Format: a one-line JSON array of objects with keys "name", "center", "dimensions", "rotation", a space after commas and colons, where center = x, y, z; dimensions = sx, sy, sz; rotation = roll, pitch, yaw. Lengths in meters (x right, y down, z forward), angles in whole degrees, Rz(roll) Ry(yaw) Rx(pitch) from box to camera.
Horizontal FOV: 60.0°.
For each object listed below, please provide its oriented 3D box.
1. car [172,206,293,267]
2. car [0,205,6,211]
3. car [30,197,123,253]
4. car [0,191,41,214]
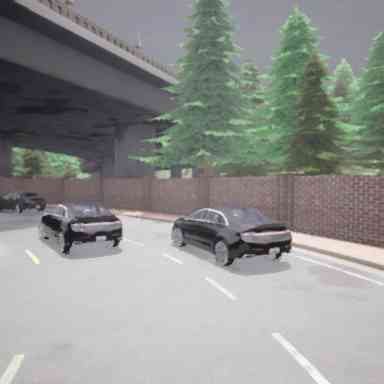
[{"name": "car", "center": [0.969, 1.176, 10.422], "dimensions": [2.128, 1.511, 4.902], "rotation": [-1, 2, -26]}, {"name": "car", "center": [-7.321, 1.154, 10.029], "dimensions": [1.882, 1.535, 5.008], "rotation": [-1, 2, -41]}, {"name": "car", "center": [-4.138, 1.117, 11.997], "dimensions": [2.128, 1.511, 4.902], "rotation": [-1, 2, -35]}, {"name": "car", "center": [-12.708, 0.732, 24.592], "dimensions": [4.892, 1.490, 1.837], "rotation": [1, 2, 36]}]
